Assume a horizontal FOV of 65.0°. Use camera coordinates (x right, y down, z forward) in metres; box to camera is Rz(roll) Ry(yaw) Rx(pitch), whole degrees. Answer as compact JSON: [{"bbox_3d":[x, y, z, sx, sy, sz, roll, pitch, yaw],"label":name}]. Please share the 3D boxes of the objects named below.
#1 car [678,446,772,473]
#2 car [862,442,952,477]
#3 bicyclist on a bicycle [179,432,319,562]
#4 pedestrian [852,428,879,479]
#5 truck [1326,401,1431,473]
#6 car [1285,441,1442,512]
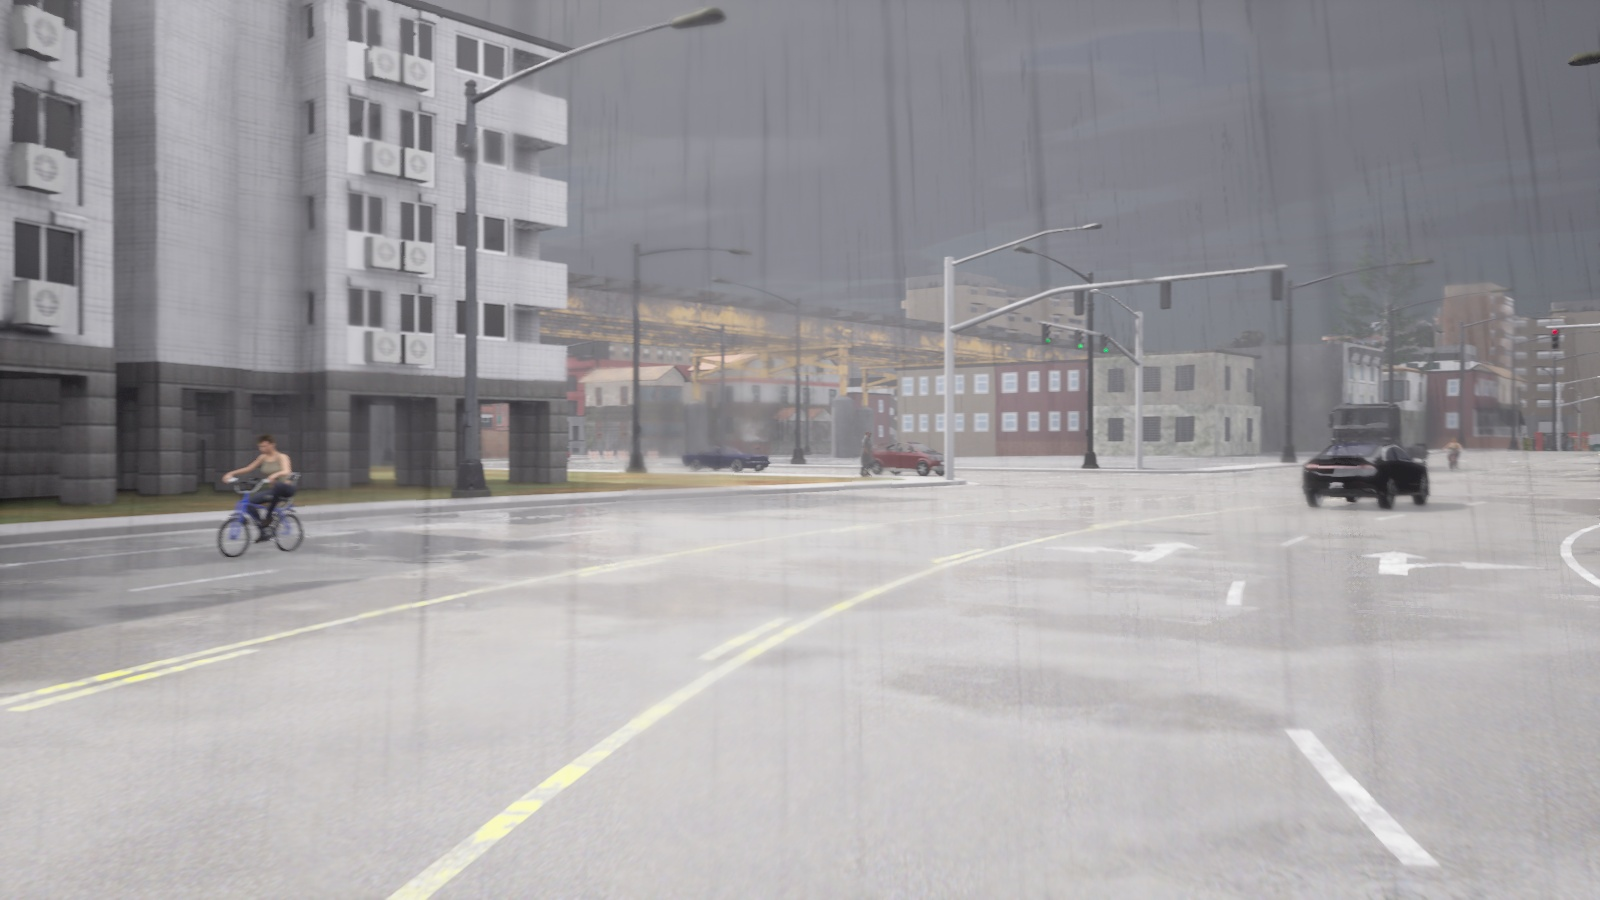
[{"bbox_3d":[-3.875,0.475,64.365,4.718,1.301,1.895,0,0,39],"label":"car"},{"bbox_3d":[4.873,0.410,57.344,3.705,1.549,1.789,0,0,39],"label":"car"},{"bbox_3d":[-7.190,0.576,16.451,0.866,1.612,1.509,1,0,20],"label":"bicyclist on a bicycle"},{"bbox_3d":[2.557,0.135,48.955,0.873,1.952,0.659,0,0,28],"label":"pedestrian"},{"bbox_3d":[29.808,-0.678,64.487,2.891,3.462,7.936,0,1,40],"label":"truck"},{"bbox_3d":[13.347,0.561,29.568,2.128,1.511,4.902,0,0,40],"label":"car"}]
